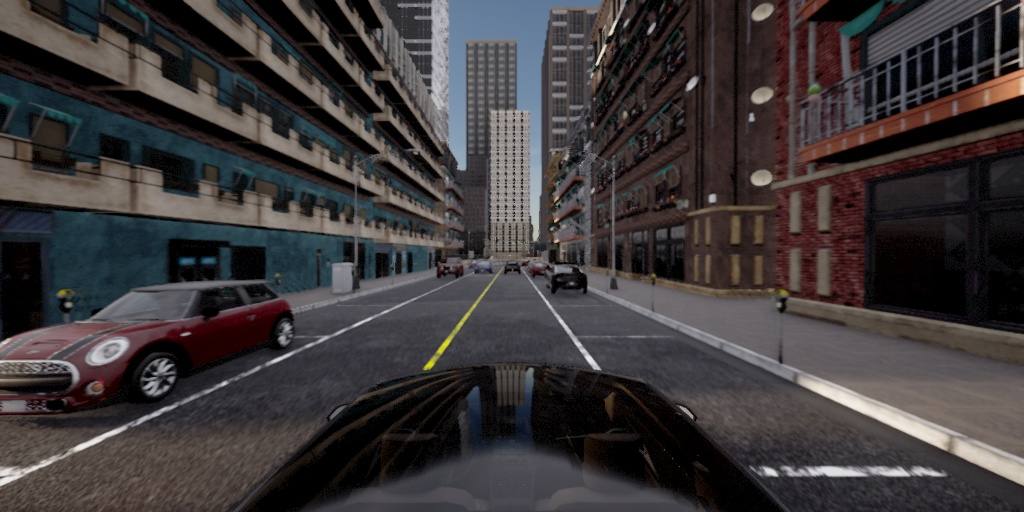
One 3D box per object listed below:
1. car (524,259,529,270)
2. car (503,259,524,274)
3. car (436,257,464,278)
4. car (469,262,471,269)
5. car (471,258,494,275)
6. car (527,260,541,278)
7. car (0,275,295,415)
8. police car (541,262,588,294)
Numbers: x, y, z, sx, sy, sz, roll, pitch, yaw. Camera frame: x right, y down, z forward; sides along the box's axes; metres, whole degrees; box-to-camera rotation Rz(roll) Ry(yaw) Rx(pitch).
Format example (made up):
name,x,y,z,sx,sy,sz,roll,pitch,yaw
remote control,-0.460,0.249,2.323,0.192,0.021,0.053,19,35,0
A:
name,x,y,z,sx,sy,sz,roll,pitch,yaw
car,2.689,1.285,39.220,2.007,1.370,4.403,0,0,0
car,0.058,1.240,40.369,1.837,1.490,4.892,0,0,0
car,-5.693,1.051,33.710,2.192,1.841,5.009,0,0,0
car,-5.693,1.313,55.804,1.802,1.307,4.207,0,0,0
car,-3.089,1.260,39.824,1.812,1.442,4.674,0,0,0
car,2.689,1.282,33.697,1.888,1.381,4.507,0,0,0
car,-5.692,1.187,6.093,1.967,1.591,4.097,0,0,0
police car,3.000,1.167,20.563,1.930,1.638,5.238,0,0,0
